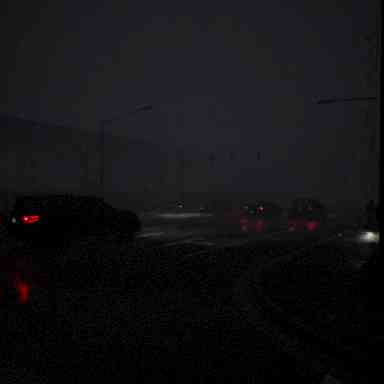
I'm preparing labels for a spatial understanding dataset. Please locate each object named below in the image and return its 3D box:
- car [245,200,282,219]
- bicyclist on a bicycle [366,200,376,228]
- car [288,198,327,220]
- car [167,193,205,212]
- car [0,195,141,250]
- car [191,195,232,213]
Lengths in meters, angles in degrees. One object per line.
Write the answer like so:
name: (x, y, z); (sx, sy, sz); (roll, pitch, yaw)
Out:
car: (6.235, 1.460, 28.854); (1.812, 1.442, 4.674); (0, 0, 37)
bicyclist on a bicycle: (10.443, 1.285, 19.378); (0.582, 1.620, 1.656); (0, 1, 41)
car: (9.675, 1.306, 27.648); (2.097, 1.767, 4.553); (0, 0, 36)
car: (-0.442, 1.101, 37.707); (2.150, 2.045, 5.566); (0, 0, 36)
car: (-4.774, 1.150, 14.209); (2.150, 2.045, 5.566); (0, 0, 40)
car: (2.457, 1.388, 35.744); (2.128, 1.511, 4.902); (0, 0, 36)
